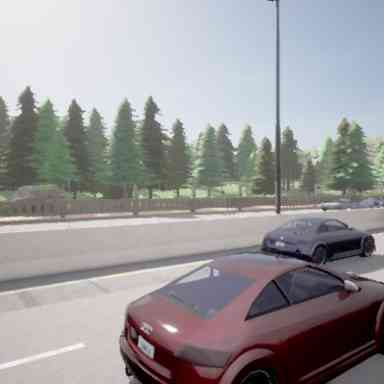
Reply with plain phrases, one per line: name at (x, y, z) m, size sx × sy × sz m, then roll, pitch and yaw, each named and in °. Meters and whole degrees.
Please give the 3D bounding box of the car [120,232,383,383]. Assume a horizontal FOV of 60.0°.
car at (1.162, 1.551, 4.592) m, size 4.181 × 1.385 × 1.994 m, roll 0°, pitch 0°, yaw -35°

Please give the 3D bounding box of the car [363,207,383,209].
car at (17.164, 1.476, 28.719) m, size 4.718 × 1.301 × 1.895 m, roll 0°, pitch 0°, yaw -32°

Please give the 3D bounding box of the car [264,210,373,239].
car at (4.272, 1.524, 11.097) m, size 4.181 × 1.385 × 1.994 m, roll 0°, pitch 0°, yaw -35°

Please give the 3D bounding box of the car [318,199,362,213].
car at (16.169, 1.462, 36.267) m, size 4.718 × 1.301 × 1.895 m, roll 0°, pitch 0°, yaw -30°
